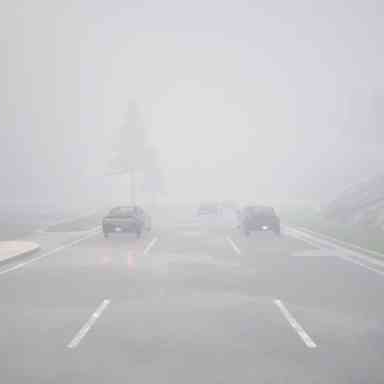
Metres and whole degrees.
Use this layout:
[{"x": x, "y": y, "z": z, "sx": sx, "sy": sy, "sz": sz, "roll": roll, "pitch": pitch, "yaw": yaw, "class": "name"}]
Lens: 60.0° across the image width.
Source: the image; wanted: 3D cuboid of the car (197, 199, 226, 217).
[{"x": 1.683, "y": 1.526, "z": 31.030, "sx": 1.812, "sy": 1.442, "sz": 4.674, "roll": 0, "pitch": 0, "yaw": 13, "class": "car"}]

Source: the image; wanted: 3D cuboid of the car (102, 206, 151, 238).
[{"x": -3.339, "y": 1.492, "z": 17.679, "sx": 2.128, "sy": 1.511, "sz": 4.902, "roll": 0, "pitch": 0, "yaw": 1, "class": "car"}]

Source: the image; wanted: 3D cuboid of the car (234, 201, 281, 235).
[{"x": 3.695, "y": 1.505, "z": 18.933, "sx": 1.837, "sy": 1.490, "sz": 4.892, "roll": 0, "pitch": 0, "yaw": 2, "class": "car"}]

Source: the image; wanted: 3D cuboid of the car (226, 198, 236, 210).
[{"x": 4.833, "y": 1.526, "z": 42.575, "sx": 1.812, "sy": 1.442, "sz": 4.674, "roll": 0, "pitch": 0, "yaw": 16, "class": "car"}]
